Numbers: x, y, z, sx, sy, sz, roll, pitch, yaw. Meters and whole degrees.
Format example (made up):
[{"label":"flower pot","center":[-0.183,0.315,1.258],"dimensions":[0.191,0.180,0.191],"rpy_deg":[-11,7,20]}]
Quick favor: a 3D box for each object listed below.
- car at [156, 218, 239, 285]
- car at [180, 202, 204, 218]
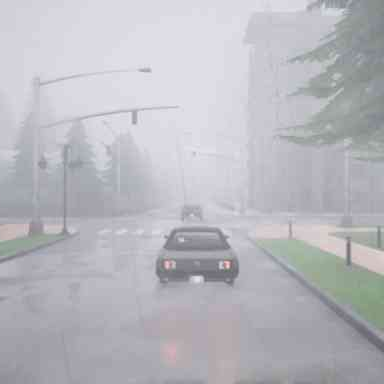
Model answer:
[{"label":"car","center":[0.127,1.653,9.594],"dimensions":[1.895,1.301,4.718],"rpy_deg":[0,0,0]},{"label":"car","center":[-0.014,1.676,29.910],"dimensions":[1.837,1.490,4.892],"rpy_deg":[0,0,0]}]
